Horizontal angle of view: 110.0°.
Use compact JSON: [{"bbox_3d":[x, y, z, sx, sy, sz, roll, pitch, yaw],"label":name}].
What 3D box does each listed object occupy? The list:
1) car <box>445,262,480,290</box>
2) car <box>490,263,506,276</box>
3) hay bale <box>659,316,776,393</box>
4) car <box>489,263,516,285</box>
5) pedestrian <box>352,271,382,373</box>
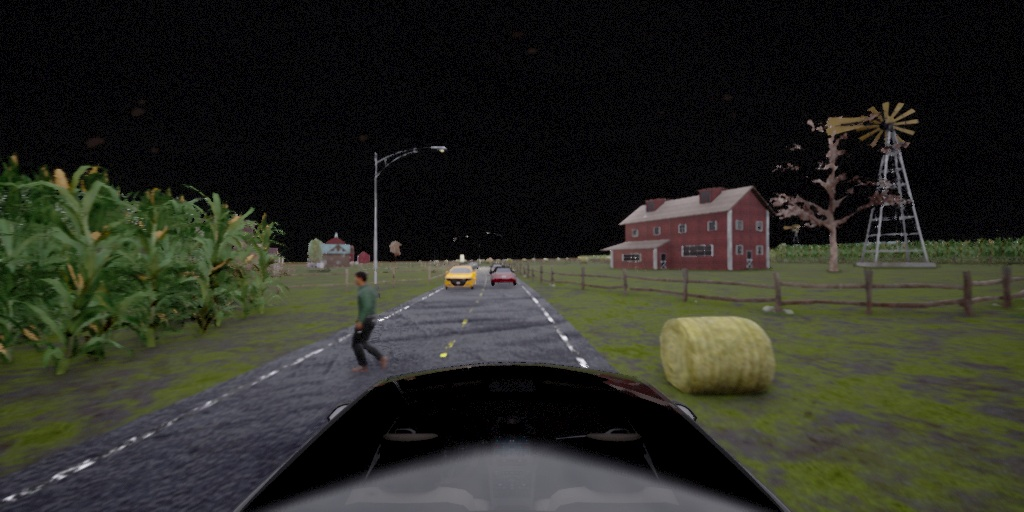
[{"bbox_3d":[-3.436,1.411,24.660,1.882,1.535,5.008,0,0,-3],"label":"car"},{"bbox_3d":[-1.819,1.633,44.427,1.812,1.442,4.674,0,-1,-5],"label":"car"},{"bbox_3d":[3.109,1.434,5.579,1.220,1.180,1.240,0,0,-1],"label":"hay bale"},{"bbox_3d":[-0.719,1.532,28.928,1.994,1.385,4.181,0,-1,-3],"label":"car"},{"bbox_3d":[-2.566,1.079,6.256,0.375,1.860,0.375,0,-1,-2],"label":"pedestrian"}]
